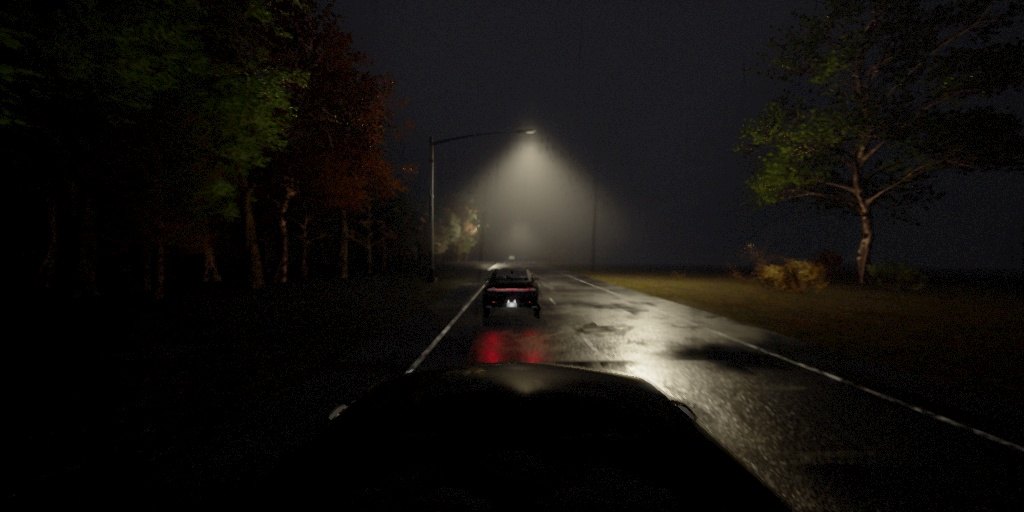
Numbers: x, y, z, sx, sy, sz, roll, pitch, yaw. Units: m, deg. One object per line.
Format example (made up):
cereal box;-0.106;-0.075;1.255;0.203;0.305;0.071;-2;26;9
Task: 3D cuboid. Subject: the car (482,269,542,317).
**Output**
car;-0.003;1.195;12.869;2.128;1.511;4.902;0;0;0
